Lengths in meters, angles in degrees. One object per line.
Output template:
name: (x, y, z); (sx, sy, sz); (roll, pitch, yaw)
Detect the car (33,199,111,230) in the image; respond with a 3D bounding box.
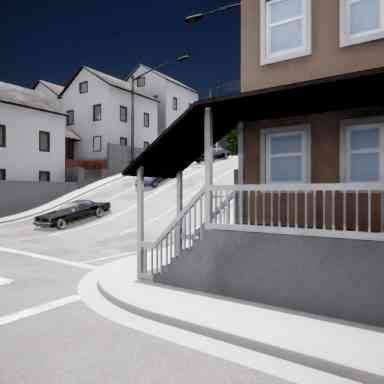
car: (-7.528, 1.290, 21.125); (1.895, 1.301, 4.718); (0, 11, 34)

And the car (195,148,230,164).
car: (2.170, -3.893, 35.296); (1.895, 1.301, 4.718); (0, 12, 36)

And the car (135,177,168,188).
car: (-2.898, -1.522, 27.921); (1.812, 1.442, 4.674); (-1, 19, 33)
